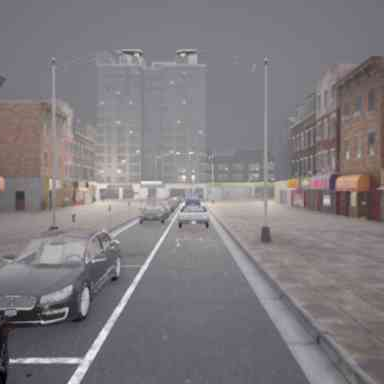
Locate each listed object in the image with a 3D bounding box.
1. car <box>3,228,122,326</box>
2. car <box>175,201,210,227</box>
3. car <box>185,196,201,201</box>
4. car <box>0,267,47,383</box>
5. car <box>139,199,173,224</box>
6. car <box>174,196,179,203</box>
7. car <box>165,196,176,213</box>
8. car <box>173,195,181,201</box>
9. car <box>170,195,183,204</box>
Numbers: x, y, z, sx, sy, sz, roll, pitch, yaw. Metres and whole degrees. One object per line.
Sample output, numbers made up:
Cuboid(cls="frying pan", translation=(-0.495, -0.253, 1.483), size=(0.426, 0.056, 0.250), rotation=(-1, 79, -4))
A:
Cuboid(cls="car", translation=(-2.639, 1.505, 7.031), size=(2.008, 1.369, 4.403), rotation=(0, 0, 0))
Cuboid(cls="car", translation=(0.101, 1.464, 21.503), size=(1.895, 1.301, 4.718), rotation=(0, 0, 0))
Cuboid(cls="car", translation=(0.104, 1.212, 41.711), size=(1.882, 1.535, 5.008), rotation=(0, 0, 0))
Cuboid(cls="car", translation=(-2.639, 1.555, 1.579), size=(1.947, 1.339, 4.313), rotation=(0, 0, 0))
Cuboid(cls="car", translation=(-2.638, 1.402, 23.388), size=(2.008, 1.369, 4.403), rotation=(0, 0, 0))
Cuboid(cls="car", translation=(-2.637, 1.347, 34.292), size=(1.947, 1.339, 4.313), rotation=(0, 0, 0))
Cuboid(cls="car", translation=(-2.637, 1.343, 28.669), size=(1.752, 1.417, 4.829), rotation=(0, 0, 0))
Cuboid(cls="car", translation=(-2.636, 1.329, 39.743), size=(1.802, 1.307, 4.206), rotation=(0, 0, 0))
Cuboid(cls="car", translation=(-2.635, 1.208, 56.100), size=(1.947, 1.339, 4.313), rotation=(0, 0, 0))
